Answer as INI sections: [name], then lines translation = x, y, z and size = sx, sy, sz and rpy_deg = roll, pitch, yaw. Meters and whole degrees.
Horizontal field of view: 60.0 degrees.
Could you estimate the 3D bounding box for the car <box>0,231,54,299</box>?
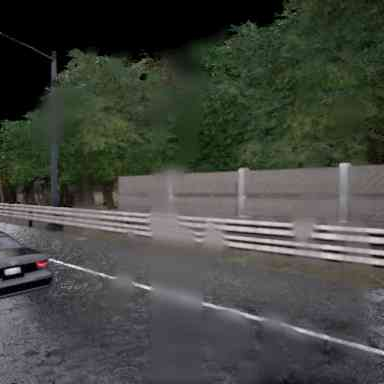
[car]
translation = -5.430, 1.550, 7.793
size = 5.357, 1.411, 2.033
rpy_deg = 0, 0, 36
